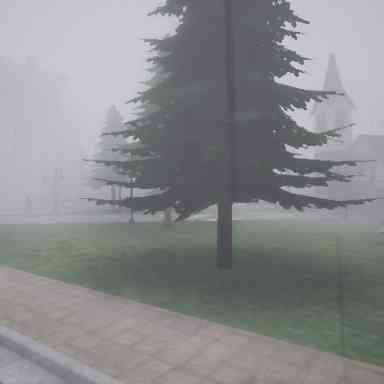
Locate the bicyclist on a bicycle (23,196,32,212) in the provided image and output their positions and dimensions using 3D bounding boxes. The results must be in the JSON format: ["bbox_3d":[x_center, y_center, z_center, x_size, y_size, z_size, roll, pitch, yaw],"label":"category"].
[{"bbox_3d":[-16.822,1.284,34.030,1.656,1.620,0.582,0,0,36],"label":"bicyclist on a bicycle"}]
